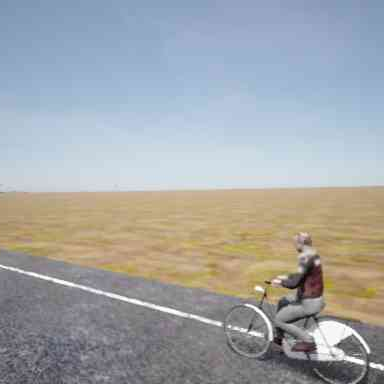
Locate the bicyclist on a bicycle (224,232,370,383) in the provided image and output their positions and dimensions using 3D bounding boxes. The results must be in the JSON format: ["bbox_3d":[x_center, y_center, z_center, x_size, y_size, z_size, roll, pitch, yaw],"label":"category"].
[{"bbox_3d":[1.192,1.378,4.192,1.843,1.776,0.659,0,0,36],"label":"bicyclist on a bicycle"}]
